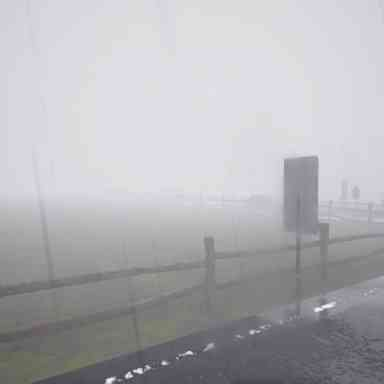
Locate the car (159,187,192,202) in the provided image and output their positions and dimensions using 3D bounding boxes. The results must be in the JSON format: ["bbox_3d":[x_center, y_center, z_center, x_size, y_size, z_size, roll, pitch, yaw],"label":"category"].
[{"bbox_3d":[-2.271,0.378,43.588,2.150,2.045,5.566,1,0,-35],"label":"car"}]

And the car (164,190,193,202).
[{"bbox_3d":[-2.041,0.578,48.369,1.882,1.535,5.008,1,1,-35],"label":"car"}]

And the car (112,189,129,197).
[{"bbox_3d":[-14.065,0.118,65.482,2.128,1.511,4.902,1,1,-35],"label":"car"}]

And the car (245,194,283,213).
[{"bbox_3d":[7.034,1.004,30.320,1.882,1.535,5.008,1,1,-35],"label":"car"}]
